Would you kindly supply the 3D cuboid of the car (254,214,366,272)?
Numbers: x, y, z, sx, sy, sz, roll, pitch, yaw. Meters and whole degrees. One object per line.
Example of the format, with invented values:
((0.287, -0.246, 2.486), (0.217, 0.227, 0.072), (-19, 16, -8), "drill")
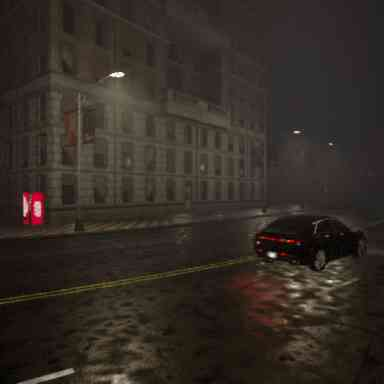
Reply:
((4.001, 1.499, 10.882), (4.892, 1.490, 1.837), (0, 0, -43), "car")
